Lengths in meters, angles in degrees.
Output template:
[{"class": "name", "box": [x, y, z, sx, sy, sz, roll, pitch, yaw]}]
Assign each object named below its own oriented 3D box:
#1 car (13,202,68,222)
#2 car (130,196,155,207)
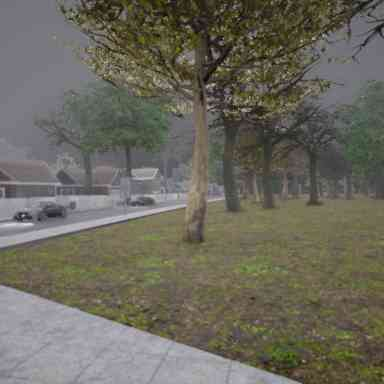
[{"class": "car", "box": [-11.121, 1.416, 24.691, 1.994, 1.385, 4.181, -1, 0, 12]}, {"class": "car", "box": [-6.619, 1.263, 45.379, 2.033, 1.411, 5.357, -1, 0, 12]}]
